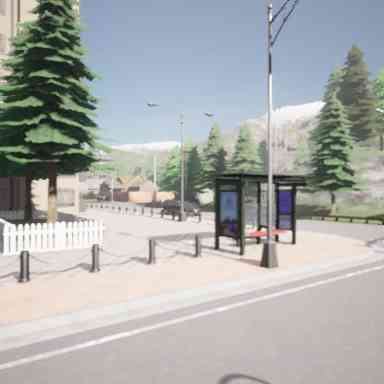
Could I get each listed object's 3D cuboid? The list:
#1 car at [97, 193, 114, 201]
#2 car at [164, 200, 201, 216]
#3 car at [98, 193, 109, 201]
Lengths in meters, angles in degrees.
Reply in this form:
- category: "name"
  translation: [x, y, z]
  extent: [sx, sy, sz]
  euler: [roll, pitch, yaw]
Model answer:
- category: "car"
  translation: [-21.670, 1.253, 83.447]
  extent: [3.866, 1.878, 1.905]
  euler: [0, 0, -36]
- category: "car"
  translation: [-1.004, 1.575, 33.093]
  extent: [1.837, 1.490, 4.892]
  euler: [0, 0, -35]
- category: "car"
  translation: [-19.888, 1.252, 81.631]
  extent: [4.605, 1.855, 1.932]
  euler: [0, 0, -36]
